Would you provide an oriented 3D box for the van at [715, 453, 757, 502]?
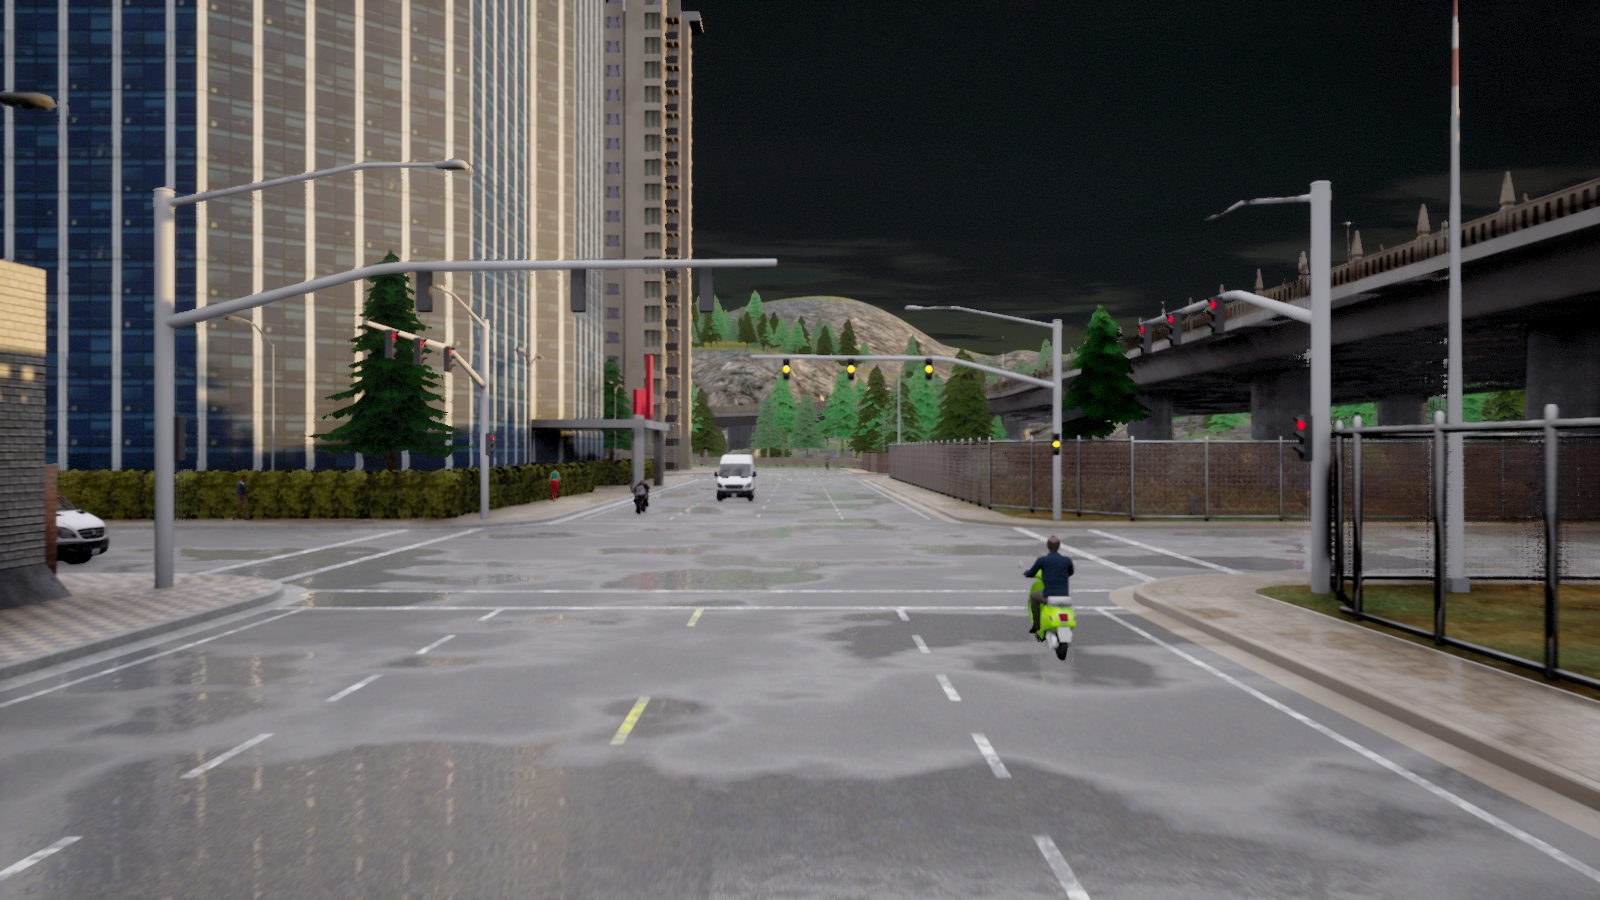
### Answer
[{"bbox_3d":[-3.512,1.478,63.727,1.988,2.561,5.915,0,0,0],"label":"van"}]

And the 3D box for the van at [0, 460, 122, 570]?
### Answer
[{"bbox_3d":[-20.065,1.534,27.861,5.915,2.561,1.988,0,0,0],"label":"van"}]

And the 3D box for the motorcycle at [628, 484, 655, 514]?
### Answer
[{"bbox_3d":[-7.004,2.149,50.649,0.867,1.251,2.209,0,0,0],"label":"motorcycle"}]

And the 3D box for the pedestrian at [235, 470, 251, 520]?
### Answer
[{"bbox_3d":[-20.927,1.695,42.923,0.375,1.860,0.375,0,0,12],"label":"pedestrian"}]

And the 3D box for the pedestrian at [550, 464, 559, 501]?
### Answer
[{"bbox_3d":[-12.401,1.640,57.667,0.375,1.860,0.375,0,0,3],"label":"pedestrian"}]
